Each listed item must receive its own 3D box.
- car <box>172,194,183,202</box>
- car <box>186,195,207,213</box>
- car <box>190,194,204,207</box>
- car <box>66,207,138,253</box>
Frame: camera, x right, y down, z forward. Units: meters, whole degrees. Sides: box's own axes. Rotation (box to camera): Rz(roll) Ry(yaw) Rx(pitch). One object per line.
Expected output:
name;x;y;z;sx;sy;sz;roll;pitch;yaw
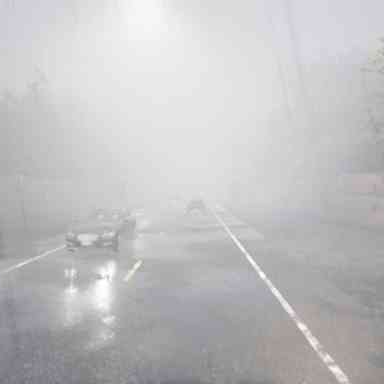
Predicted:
car;-2.653;1.128;61.653;1.994;1.385;4.181;0;0;1
car;0.478;1.291;33.681;1.837;1.490;4.892;0;1;1
car;0.683;1.158;46.485;1.882;1.535;5.008;-1;0;1
car;-3.422;1.399;13.363;2.128;1.511;4.902;0;0;1
